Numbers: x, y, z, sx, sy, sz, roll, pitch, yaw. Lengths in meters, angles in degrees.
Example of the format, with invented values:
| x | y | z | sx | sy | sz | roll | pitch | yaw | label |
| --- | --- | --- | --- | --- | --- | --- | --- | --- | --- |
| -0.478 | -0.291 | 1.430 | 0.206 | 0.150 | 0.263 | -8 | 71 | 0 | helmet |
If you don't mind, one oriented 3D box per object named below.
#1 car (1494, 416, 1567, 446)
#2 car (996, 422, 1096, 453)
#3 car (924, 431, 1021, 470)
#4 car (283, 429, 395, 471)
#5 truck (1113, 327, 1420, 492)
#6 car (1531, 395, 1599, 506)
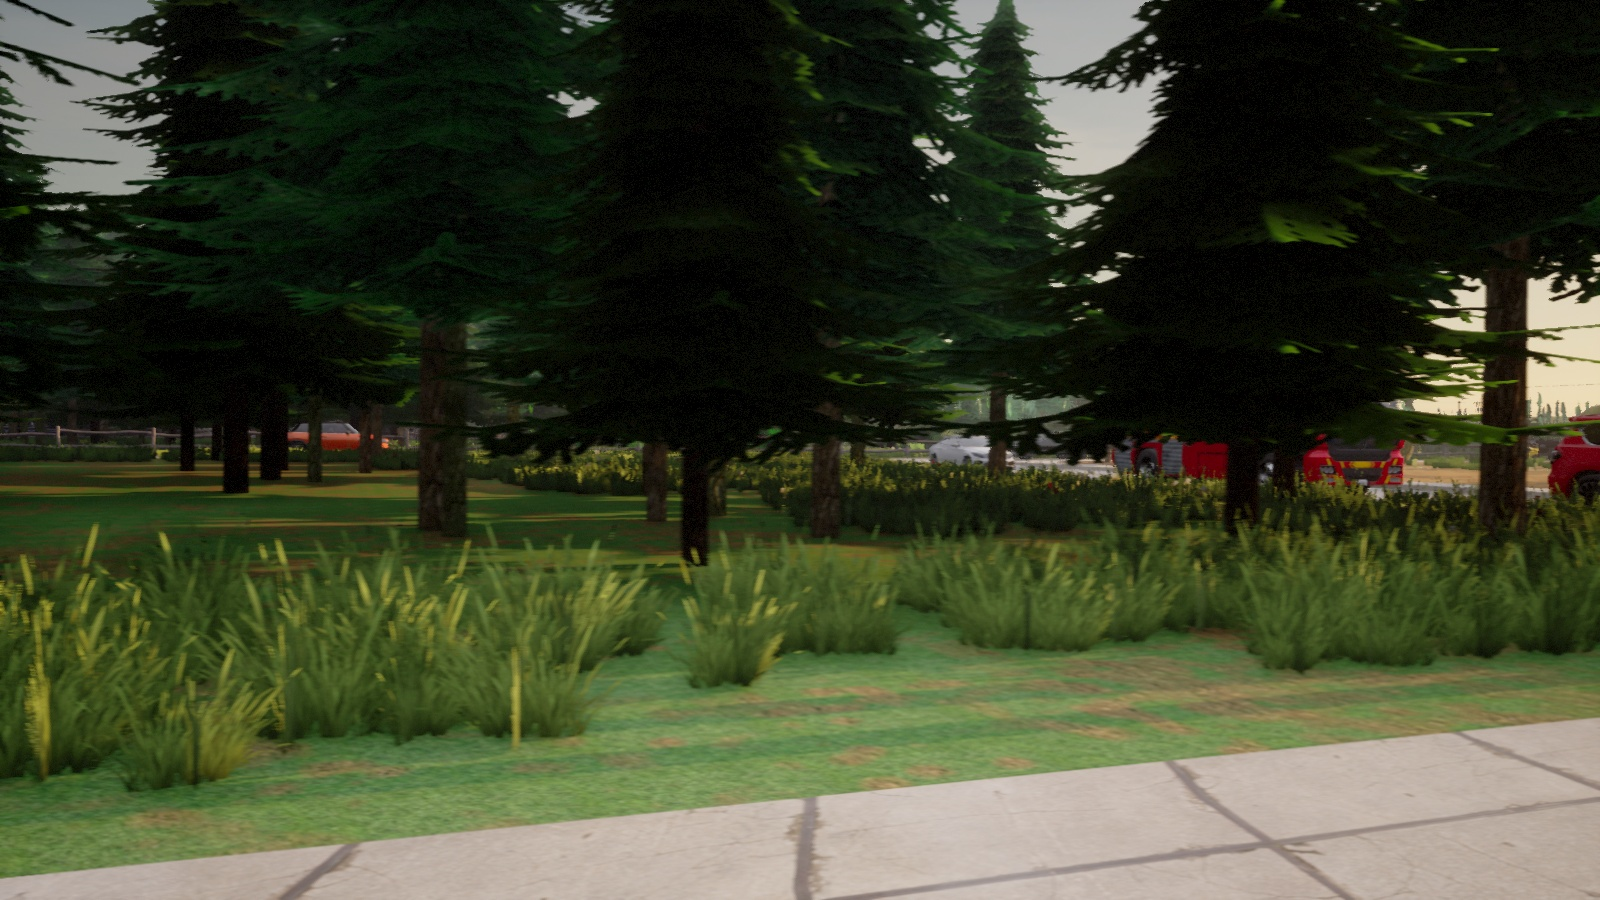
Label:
| x | y | z | sx | sy | sz | roll | pitch | yaw | label |
| --- | --- | --- | --- | --- | --- | --- | --- | --- | --- |
| 46.495 | -1.217 | 79.937 | 3.866 | 1.878 | 1.905 | -1 | 1 | -17 | car |
| 13.666 | -0.717 | 69.917 | 5.027 | 1.651 | 2.152 | -1 | 1 | -17 | car |
| 6.635 | -0.016 | 48.863 | 1.812 | 1.442 | 4.674 | -1 | 1 | -19 | car |
| -20.408 | -0.037 | 55.768 | 4.553 | 1.767 | 2.097 | -1 | 1 | -18 | car |
| 12.069 | -1.017 | 33.614 | 2.891 | 3.827 | 8.468 | -1 | 1 | -20 | truck |
| 16.185 | 0.008 | 22.198 | 2.150 | 2.045 | 5.566 | -1 | 1 | -20 | car |
